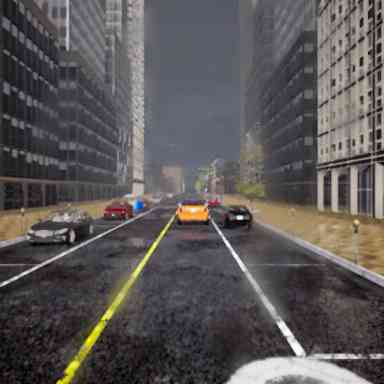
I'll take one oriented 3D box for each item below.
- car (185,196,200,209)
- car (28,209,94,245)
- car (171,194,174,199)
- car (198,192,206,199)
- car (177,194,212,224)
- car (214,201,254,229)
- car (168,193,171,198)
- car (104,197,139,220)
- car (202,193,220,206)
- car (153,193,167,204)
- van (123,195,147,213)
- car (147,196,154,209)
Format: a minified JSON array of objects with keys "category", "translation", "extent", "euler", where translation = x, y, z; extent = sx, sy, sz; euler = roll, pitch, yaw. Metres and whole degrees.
[{"category":"car","translation":[0.067,1.289,41.116],"extent":[1.812,1.442,4.674],"euler":[0,0,0]},{"category":"car","translation":[-5.701,1.466,14.958],"extent":[2.008,1.369,4.403],"euler":[0,0,0]},{"category":"car","translation":[-5.765,0.994,88.784],"extent":[1.752,1.417,4.829],"euler":[0,0,0]},{"category":"car","translation":[2.616,0.908,88.945],"extent":[1.967,1.590,4.097],"euler":[0,0,0]},{"category":"car","translation":[0.078,1.219,23.592],"extent":[2.097,1.767,4.553],"euler":[0,0,0]},{"category":"car","translation":[2.675,1.449,20.645],"extent":[1.947,1.339,4.313],"euler":[0,0,0]},{"category":"car","translation":[-5.745,1.176,66.187],"extent":[1.947,1.339,4.313],"euler":[0,0,0]},{"category":"car","translation":[-5.711,1.395,26.342],"extent":[1.887,1.381,4.507],"euler":[0,0,0]},{"category":"car","translation":[2.656,1.190,43.411],"extent":[1.967,1.590,4.097],"euler":[0,0,0]},{"category":"car","translation":[-5.735,1.120,54.801],"extent":[1.967,1.590,4.097],"euler":[0,0,0]},{"category":"van","translation":[-5.715,1.158,32.034],"extent":[1.690,1.788,3.998],"euler":[0,0,0]},{"category":"car","translation":[-5.721,1.366,37.727],"extent":[1.802,1.307,4.206],"euler":[0,0,0]}]
